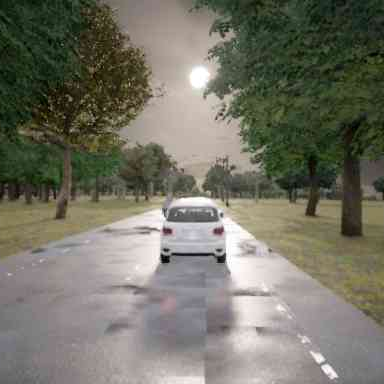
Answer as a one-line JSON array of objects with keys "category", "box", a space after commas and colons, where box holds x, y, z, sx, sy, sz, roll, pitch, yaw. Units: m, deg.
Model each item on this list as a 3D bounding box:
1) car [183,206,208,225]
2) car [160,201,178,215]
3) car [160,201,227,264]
[{"category": "car", "box": [0.331, 1.922, 28.227, 1.895, 1.301, 4.718, 0, -1, 2]}, {"category": "car", "box": [-2.874, 2.001, 42.717, 1.837, 1.490, 4.892, 0, 0, 2]}, {"category": "car", "box": [0.068, 1.366, 12.582, 2.150, 2.045, 5.566, 0, 0, 1]}]
